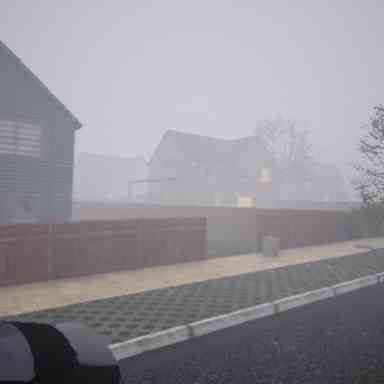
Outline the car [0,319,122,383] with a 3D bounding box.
[{"bbox_3d":[-2.607,1.472,1.207,4.902,1.511,2.128,1,-1,-36],"label":"car"}]
